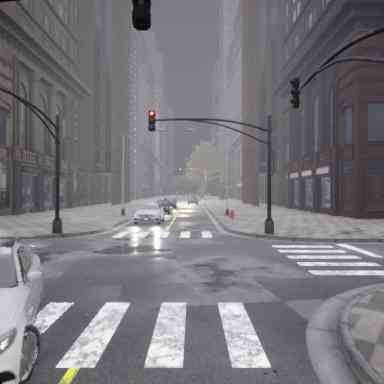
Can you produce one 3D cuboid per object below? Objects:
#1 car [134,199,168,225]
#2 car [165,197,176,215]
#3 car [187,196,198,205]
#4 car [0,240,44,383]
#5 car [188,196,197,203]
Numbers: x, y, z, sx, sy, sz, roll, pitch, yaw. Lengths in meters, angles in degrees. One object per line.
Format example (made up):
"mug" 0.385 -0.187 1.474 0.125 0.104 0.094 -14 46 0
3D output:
"car" -3.075 1.526 24.504 1.812 1.442 4.674 0 0 0
"car" -3.067 1.552 34.914 2.033 1.411 5.357 0 0 0
"car" 0.148 1.582 59.420 2.033 1.411 5.357 0 0 0
"car" -3.324 1.526 5.031 1.812 1.442 4.674 1 0 -21
"car" 0.169 1.574 69.769 1.812 1.442 4.674 0 0 0
